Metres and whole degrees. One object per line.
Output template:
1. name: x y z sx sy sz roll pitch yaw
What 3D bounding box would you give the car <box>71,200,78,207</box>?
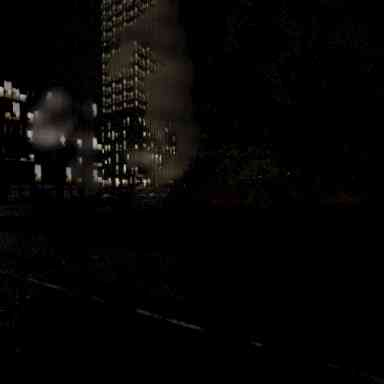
1. car: -16.086 1.565 50.736 2.128 1.511 4.902 -1 -1 37

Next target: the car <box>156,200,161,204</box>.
1. car: -4.748 1.705 65.618 2.033 1.411 5.357 -1 -1 37

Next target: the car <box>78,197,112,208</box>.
1. car: -13.433 1.577 48.872 2.033 1.411 5.357 -1 -1 37
